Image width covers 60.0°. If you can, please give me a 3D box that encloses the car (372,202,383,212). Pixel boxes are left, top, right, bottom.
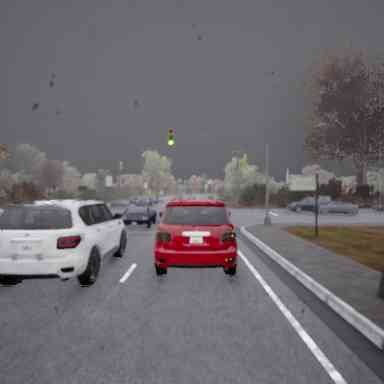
[{"bbox_3d":[21.759,1.440,35.321,4.892,1.490,1.837,0,0,3],"label":"car"}]

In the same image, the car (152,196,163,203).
[{"bbox_3d":[-7.005,1.487,68.273,1.895,1.301,4.718,0,0,0],"label":"car"}]

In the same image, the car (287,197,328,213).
[{"bbox_3d":[12.629,1.293,35.819,4.553,1.767,2.097,0,0,3],"label":"car"}]

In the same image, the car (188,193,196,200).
[{"bbox_3d":[0.039,1.205,91.110,2.097,1.767,4.553,0,0,1],"label":"car"}]

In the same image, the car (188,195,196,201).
[{"bbox_3d":[-0.001,1.419,81.254,1.994,1.385,4.181,0,0,0],"label":"car"}]

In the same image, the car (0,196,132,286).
[{"bbox_3d":[-3.401,1.208,9.522,2.150,2.045,5.566,0,0,0],"label":"car"}]

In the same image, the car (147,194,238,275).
[{"bbox_3d":[0.098,1.206,10.482,2.150,2.045,5.566,0,0,0],"label":"car"}]

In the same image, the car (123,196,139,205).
[{"bbox_3d":[-10.550,1.469,58.009,1.994,1.385,4.181,0,0,1],"label":"car"}]

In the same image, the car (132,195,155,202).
[{"bbox_3d":[-7.078,1.271,49.140,2.097,1.767,4.553,0,0,0],"label":"car"}]

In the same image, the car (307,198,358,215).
[{"bbox_3d":[13.774,1.510,32.250,4.181,1.385,1.994,0,0,3],"label":"car"}]

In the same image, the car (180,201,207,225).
[{"bbox_3d":[0.097,1.485,24.457,1.812,1.442,4.674,0,0,0],"label":"car"}]

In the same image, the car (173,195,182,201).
[{"bbox_3d":[-3.502,1.385,80.723,2.128,1.511,4.902,0,0,0],"label":"car"}]

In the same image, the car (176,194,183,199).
[{"bbox_3d":[-3.462,1.224,91.132,1.812,1.442,4.674,0,0,1],"label":"car"}]

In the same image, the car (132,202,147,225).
[{"bbox_3d":[-3.401,1.565,21.856,1.895,1.301,4.718,0,0,0],"label":"car"}]

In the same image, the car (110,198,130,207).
[{"bbox_3d":[-10.611,1.520,49.202,1.895,1.301,4.718,0,0,1],"label":"car"}]

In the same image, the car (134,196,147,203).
[{"bbox_3d":[-10.505,1.446,68.080,1.994,1.385,4.181,0,0,0],"label":"car"}]
